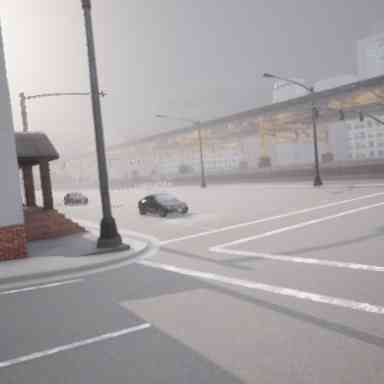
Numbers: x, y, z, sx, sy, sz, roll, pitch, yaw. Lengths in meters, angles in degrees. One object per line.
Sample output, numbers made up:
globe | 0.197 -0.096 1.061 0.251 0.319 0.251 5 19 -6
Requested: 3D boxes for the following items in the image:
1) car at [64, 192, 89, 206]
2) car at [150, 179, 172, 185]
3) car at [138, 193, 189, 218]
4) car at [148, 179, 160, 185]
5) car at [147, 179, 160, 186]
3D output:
car | -13.689 0.787 39.154 1.837 1.490 4.892 -7 4 -35
car | -7.082 -2.559 81.757 4.536 1.218 1.853 -4 4 19
car | -2.092 0.824 22.627 1.812 1.442 4.674 -7 5 -35
car | -9.781 -2.562 85.590 1.853 1.218 4.536 -4 3 9
car | -9.775 -2.402 85.548 2.038 1.542 4.974 -4 3 9
